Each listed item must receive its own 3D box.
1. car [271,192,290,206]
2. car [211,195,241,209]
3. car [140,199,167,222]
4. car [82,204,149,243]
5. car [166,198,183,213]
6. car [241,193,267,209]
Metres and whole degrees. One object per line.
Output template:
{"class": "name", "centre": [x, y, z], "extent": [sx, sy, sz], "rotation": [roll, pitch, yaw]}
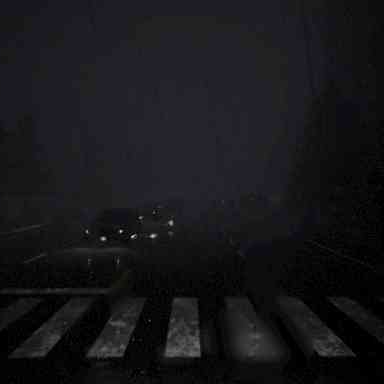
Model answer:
{"class": "car", "centre": [14.597, 1.068, 52.375], "extent": [5.566, 2.045, 2.150], "rotation": [0, 0, -43]}
{"class": "car", "centre": [4.340, 1.235, 44.500], "extent": [2.097, 1.767, 4.553], "rotation": [0, 0, 30]}
{"class": "car", "centre": [-3.369, 1.461, 25.973], "extent": [1.812, 1.442, 4.674], "rotation": [0, 0, 2]}
{"class": "car", "centre": [-3.582, 1.503, 16.100], "extent": [2.033, 1.411, 5.357], "rotation": [0, 0, 0]}
{"class": "car", "centre": [-2.289, 1.418, 36.065], "extent": [1.837, 1.490, 4.892], "rotation": [0, 0, 13]}
{"class": "car", "centre": [8.085, 1.098, 44.076], "extent": [2.150, 2.045, 5.566], "rotation": [0, 0, 30]}
